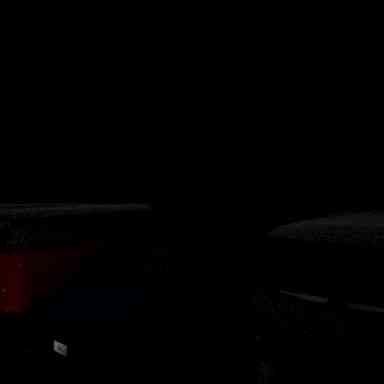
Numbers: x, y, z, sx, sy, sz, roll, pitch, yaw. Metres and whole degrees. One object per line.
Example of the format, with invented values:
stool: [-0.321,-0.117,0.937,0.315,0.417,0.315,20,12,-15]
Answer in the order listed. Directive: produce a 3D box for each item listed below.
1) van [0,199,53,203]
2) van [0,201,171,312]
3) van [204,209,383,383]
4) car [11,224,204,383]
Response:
van: [-4.616,1.290,8.910,1.878,1.987,4.442,0,0,36]
van: [-2.225,1.278,7.492,1.878,1.987,4.442,0,0,36]
van: [2.167,1.256,4.082,1.878,1.987,4.442,0,0,35]
car: [-0.034,1.491,5.792,2.097,1.535,5.008,0,0,36]
